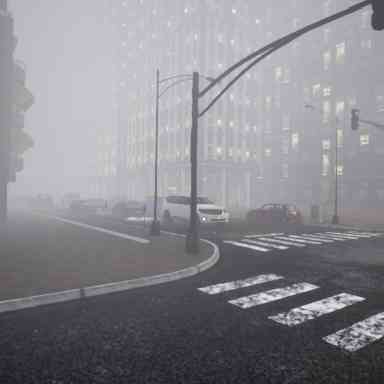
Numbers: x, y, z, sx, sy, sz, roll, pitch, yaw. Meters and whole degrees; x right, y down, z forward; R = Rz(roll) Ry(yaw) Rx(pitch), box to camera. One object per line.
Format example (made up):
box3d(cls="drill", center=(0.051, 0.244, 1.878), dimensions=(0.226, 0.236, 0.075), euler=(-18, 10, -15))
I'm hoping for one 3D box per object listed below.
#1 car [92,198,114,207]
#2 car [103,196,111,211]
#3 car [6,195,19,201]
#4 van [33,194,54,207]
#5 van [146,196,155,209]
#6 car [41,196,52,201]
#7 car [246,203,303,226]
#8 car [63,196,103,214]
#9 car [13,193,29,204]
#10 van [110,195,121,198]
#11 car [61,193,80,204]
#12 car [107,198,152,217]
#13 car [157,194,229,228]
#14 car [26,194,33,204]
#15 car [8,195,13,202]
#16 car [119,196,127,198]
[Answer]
box3d(cls="car", center=(-13.817, 1.586, 51.592), dimensions=(1.947, 1.339, 4.313), euler=(1, -1, -35))
box3d(cls="car", center=(-11.651, 1.468, 38.545), dimensions=(2.033, 1.411, 5.357), euler=(1, -1, -35))
box3d(cls="car", center=(-40.256, 1.378, 74.389), dimensions=(2.008, 1.369, 4.403), euler=(1, -1, -35))
box3d(cls="van", center=(-20.647, 1.197, 46.747), dimensions=(1.690, 1.788, 3.998), euler=(1, -1, -35))
box3d(cls="van", center=(-4.009, 1.382, 37.772), dimensions=(1.690, 1.788, 3.998), euler=(1, -1, -35))
box3d(cls="car", center=(-36.691, 1.570, 83.843), dimensions=(1.802, 1.307, 4.206), euler=(1, -1, -35))
box3d(cls="car", center=(5.793, 1.505, 23.949), dimensions=(1.967, 1.590, 4.097), euler=(1, -1, -35))
box3d(cls="car", center=(-10.847, 1.427, 32.923), dimensions=(2.008, 1.369, 4.403), euler=(1, -1, -35))
box3d(cls="car", center=(-30.450, 1.155, 60.570), dimensions=(2.192, 1.841, 5.009), euler=(1, -1, -35))
box3d(cls="van", center=(-10.544, 1.368, 46.987), dimensions=(1.690, 1.788, 3.998), euler=(1, -1, -35))
box3d(cls="car", center=(-20.456, 1.182, 56.316), dimensions=(2.150, 2.045, 5.566), euler=(1, -1, -35))
box3d(cls="car", center=(-5.772, 1.498, 30.252), dimensions=(1.994, 1.385, 4.181), euler=(1, -1, -35))
box3d(cls="car", center=(0.011, 1.170, 22.098), dimensions=(2.150, 2.045, 5.566), euler=(1, -1, -35))
box3d(cls="car", center=(-23.919, 1.432, 51.352), dimensions=(1.802, 1.307, 4.206), euler=(1, -1, -35))
box3d(cls="car", center=(-36.989, 1.397, 69.782), dimensions=(1.947, 1.339, 4.313), euler=(1, -1, -35))
box3d(cls="car", center=(-7.280, 1.584, 42.377), dimensions=(2.008, 1.369, 4.403), euler=(1, -1, -35))
